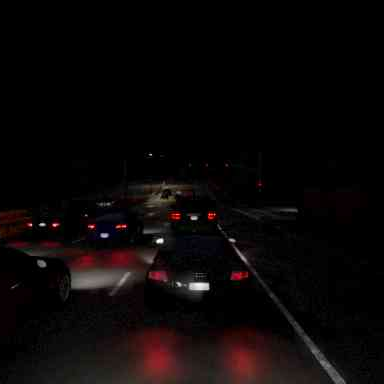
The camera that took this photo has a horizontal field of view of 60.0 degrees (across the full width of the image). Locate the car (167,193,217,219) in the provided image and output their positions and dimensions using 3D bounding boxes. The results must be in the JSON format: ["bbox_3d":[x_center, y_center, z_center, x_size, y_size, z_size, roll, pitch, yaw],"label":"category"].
[{"bbox_3d":[0.089,1.221,17.022,2.150,2.045,5.566,0,0,0],"label":"car"}]

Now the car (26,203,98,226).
[{"bbox_3d":[-6.902,1.547,17.756,2.033,1.411,5.357,0,0,-1],"label":"car"}]

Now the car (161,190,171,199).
[{"bbox_3d":[-7.161,1.070,87.097,1.812,1.442,4.674,0,3,0],"label":"car"}]

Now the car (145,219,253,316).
[{"bbox_3d":[0.101,1.564,7.618,1.994,1.385,4.181,0,0,-1],"label":"car"}]

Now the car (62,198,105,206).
[{"bbox_3d":[-11.387,1.547,31.526,2.033,1.411,5.357,0,0,39],"label":"car"}]

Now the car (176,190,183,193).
[{"bbox_3d":[-3.661,1.070,87.119,1.812,1.442,4.674,0,3,0],"label":"car"}]

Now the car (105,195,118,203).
[{"bbox_3d":[-17.556,1.595,69.650,1.895,1.301,4.718,0,0,0],"label":"car"}]

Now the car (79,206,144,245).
[{"bbox_3d":[-3.410,1.526,15.305,1.812,1.442,4.674,0,0,0],"label":"car"}]

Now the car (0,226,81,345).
[{"bbox_3d":[-3.407,1.526,5.032,1.812,1.442,4.674,0,0,0],"label":"car"}]

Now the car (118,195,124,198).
[{"bbox_3d":[-17.617,1.453,79.924,1.895,1.301,4.718,0,1,0],"label":"car"}]
